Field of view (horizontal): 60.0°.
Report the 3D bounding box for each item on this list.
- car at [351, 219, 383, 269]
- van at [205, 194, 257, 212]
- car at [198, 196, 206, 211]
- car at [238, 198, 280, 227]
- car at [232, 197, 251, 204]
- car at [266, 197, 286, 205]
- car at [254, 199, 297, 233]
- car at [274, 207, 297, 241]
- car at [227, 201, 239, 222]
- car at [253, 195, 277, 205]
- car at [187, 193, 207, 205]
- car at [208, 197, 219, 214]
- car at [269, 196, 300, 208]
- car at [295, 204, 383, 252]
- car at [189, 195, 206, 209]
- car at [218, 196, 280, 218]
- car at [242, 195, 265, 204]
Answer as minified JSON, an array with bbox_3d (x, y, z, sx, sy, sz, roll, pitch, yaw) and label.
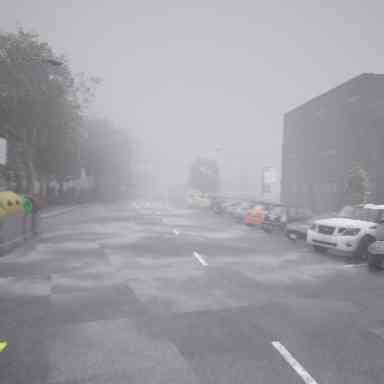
[{"bbox_3d":[7.751,1.827,10.701,4.792,1.488,2.163,3,0,-29],"label":"car"},{"bbox_3d":[4.087,1.401,34.502,4.442,1.987,1.878,3,0,-29],"label":"van"},{"bbox_3d":[3.497,1.640,37.403,4.674,1.452,2.002,3,0,-29],"label":"car"},{"bbox_3d":[5.860,1.578,22.567,4.553,1.767,2.185,3,0,-29],"label":"car"},{"bbox_3d":[12.102,2.012,81.445,2.163,1.488,4.792,2,-1,-31],"label":"car"},{"bbox_3d":[21.022,2.244,83.146,2.185,1.767,4.553,3,-1,-31],"label":"car"},{"bbox_3d":[6.334,1.600,19.603,4.553,1.767,2.185,3,0,-29],"label":"car"},{"bbox_3d":[6.809,1.779,16.628,4.792,1.488,2.163,3,0,-29],"label":"car"},{"bbox_3d":[5.409,1.724,25.543,4.674,1.452,2.002,3,0,-29],"label":"car"},{"bbox_3d":[18.094,1.990,82.539,2.435,2.045,5.566,3,-1,-31],"label":"car"},{"bbox_3d":[2.067,1.287,46.322,5.566,2.045,2.435,3,0,-29],"label":"car"},{"bbox_3d":[4.447,1.641,31.476,5.008,1.535,2.097,3,0,-29],"label":"car"},{"bbox_3d":[18.056,1.983,65.325,2.435,2.045,5.566,2,1,-31],"label":"car"},{"bbox_3d":[7.296,1.522,13.666,5.566,2.045,2.435,3,0,-29],"label":"car"},{"bbox_3d":[2.848,1.567,40.278,5.366,1.575,1.946,3,0,-29],"label":"car"},{"bbox_3d":[4.971,1.539,28.518,4.553,1.767,2.185,3,0,-29],"label":"car"},{"bbox_3d":[15.082,1.860,82.011,2.435,2.045,5.566,2,-1,-31],"label":"car"}]
